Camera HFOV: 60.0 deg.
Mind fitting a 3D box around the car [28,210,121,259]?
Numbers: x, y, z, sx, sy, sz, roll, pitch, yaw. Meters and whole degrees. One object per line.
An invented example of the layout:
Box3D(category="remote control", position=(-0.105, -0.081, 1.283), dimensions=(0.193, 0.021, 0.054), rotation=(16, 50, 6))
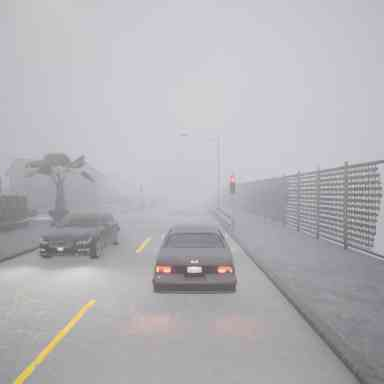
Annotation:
Box3D(category="car", position=(-4.017, 1.505, 12.661), dimensions=(1.837, 1.490, 4.892), rotation=(0, 0, 1))

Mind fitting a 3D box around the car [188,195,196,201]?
Box3D(category="car", position=(0.059, 1.552, 86.582), dimensions=(1.994, 1.385, 4.181), rotation=(0, 0, 0))

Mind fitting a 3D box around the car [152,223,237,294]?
Box3D(category="car", position=(0.069, 1.547, 8.932), dimensions=(2.033, 1.411, 5.357), rotation=(0, 0, 1))

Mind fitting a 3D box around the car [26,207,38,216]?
Box3D(category="car", position=(-15.187, 1.563, 27.860), dimensions=(4.181, 1.385, 1.994), rotation=(0, 0, 0))
